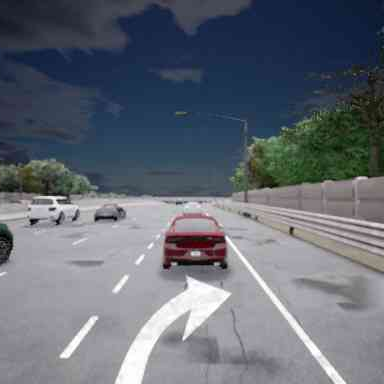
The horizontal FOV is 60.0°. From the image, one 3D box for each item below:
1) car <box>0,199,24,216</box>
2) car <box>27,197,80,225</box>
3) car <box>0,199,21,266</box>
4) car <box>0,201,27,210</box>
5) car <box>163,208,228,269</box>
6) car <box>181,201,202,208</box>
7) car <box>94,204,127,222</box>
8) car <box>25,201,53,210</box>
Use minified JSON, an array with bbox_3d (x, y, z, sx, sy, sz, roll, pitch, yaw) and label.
[{"bbox_3d":[-21.101,1.654,37.433,2.097,1.767,4.553,0,-1,0],"label":"car"},{"bbox_3d":[-10.408,1.365,25.372,2.150,2.045,5.566,0,-1,0],"label":"car"},{"bbox_3d":[-6.903,1.247,8.521,2.150,2.045,5.566,0,0,0],"label":"car"},{"bbox_3d":[-28.070,2.146,52.359,1.994,1.385,4.181,0,-1,1],"label":"car"},{"bbox_3d":[0.096,1.514,11.376,1.882,1.535,5.008,0,0,0],"label":"car"},{"bbox_3d":[0.074,1.769,33.436,1.812,1.442,4.674,0,-1,0],"label":"car"},{"bbox_3d":[-6.910,1.743,28.521,1.994,1.385,4.181,0,-1,0],"label":"car"},{"bbox_3d":[-24.557,2.159,53.758,2.033,1.411,5.357,0,-1,1],"label":"car"}]
